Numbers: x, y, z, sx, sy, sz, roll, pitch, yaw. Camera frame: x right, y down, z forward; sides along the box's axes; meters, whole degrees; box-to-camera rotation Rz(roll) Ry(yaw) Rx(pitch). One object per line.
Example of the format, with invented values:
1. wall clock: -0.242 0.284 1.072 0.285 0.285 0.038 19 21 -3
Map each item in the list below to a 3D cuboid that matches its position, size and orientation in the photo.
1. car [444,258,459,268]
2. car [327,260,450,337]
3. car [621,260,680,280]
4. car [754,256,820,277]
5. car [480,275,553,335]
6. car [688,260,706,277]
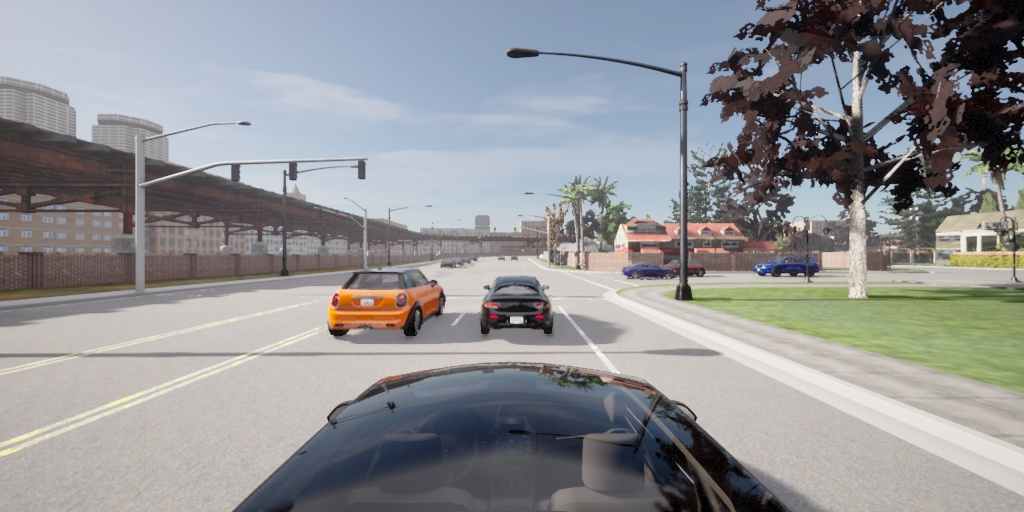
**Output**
1. car: -10.231 1.146 57.806 1.882 1.535 5.008 0 1 1
2. car: -3.368 1.110 10.524 2.097 1.767 4.553 0 0 1
3. car: 11.882 1.312 31.272 4.674 1.442 1.812 0 0 0
4. car: 26.959 1.003 35.263 5.566 2.045 2.150 0 0 -2
5. car: 0.130 1.284 10.447 1.812 1.442 4.674 0 0 1
6. car: 16.296 1.134 35.052 4.553 1.767 2.097 0 0 -1
